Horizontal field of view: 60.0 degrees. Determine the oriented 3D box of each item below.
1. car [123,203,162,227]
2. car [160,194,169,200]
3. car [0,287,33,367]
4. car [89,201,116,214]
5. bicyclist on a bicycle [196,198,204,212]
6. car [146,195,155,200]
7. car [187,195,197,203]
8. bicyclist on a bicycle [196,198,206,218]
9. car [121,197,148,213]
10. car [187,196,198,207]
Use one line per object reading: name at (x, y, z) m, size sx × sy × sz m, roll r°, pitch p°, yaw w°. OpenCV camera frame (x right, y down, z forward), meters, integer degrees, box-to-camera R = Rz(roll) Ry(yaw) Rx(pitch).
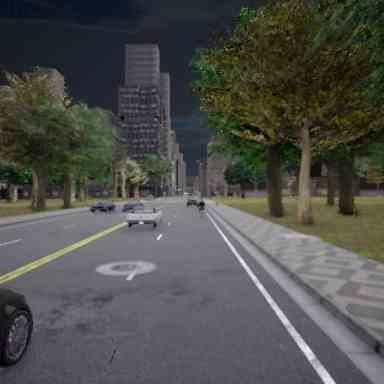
car at (-3.150, 1.635, 22.891) m, size 1.895 × 1.301 × 4.718 m, roll 0°, pitch 0°, yaw 0°
car at (-6.503, 1.361, 78.988) m, size 1.837 × 1.490 × 4.892 m, roll 0°, pitch 0°, yaw 0°
car at (-3.163, 1.527, 2.804) m, size 1.812 × 1.442 × 4.674 m, roll 0°, pitch 0°, yaw 0°
car at (-9.844, 1.671, 36.944) m, size 1.895 × 1.301 × 4.718 m, roll 0°, pitch 0°, yaw 0°
bicyclist on a bicycle at (0.893, 1.511, 38.679) m, size 0.866 × 1.612 × 1.509 m, roll 0°, pitch 0°, yaw 0°
car at (-9.753, 1.348, 78.412) m, size 2.097 × 1.767 × 4.553 m, roll 0°, pitch 0°, yaw 0°
car at (-0.002, 1.578, 74.299) m, size 2.097 × 1.767 × 4.553 m, roll 0°, pitch 0°, yaw 0°
bicyclist on a bicycle at (0.893, 1.420, 29.260) m, size 0.659 × 1.776 × 1.843 m, roll 0°, pitch 0°, yaw 0°
car at (-6.594, 1.619, 37.668) m, size 2.033 × 1.411 × 5.357 m, roll 0°, pitch 0°, yaw 0°
car at (0.082, 1.640, 55.198) m, size 1.837 × 1.490 × 4.892 m, roll 0°, pitch 0°, yaw 0°
